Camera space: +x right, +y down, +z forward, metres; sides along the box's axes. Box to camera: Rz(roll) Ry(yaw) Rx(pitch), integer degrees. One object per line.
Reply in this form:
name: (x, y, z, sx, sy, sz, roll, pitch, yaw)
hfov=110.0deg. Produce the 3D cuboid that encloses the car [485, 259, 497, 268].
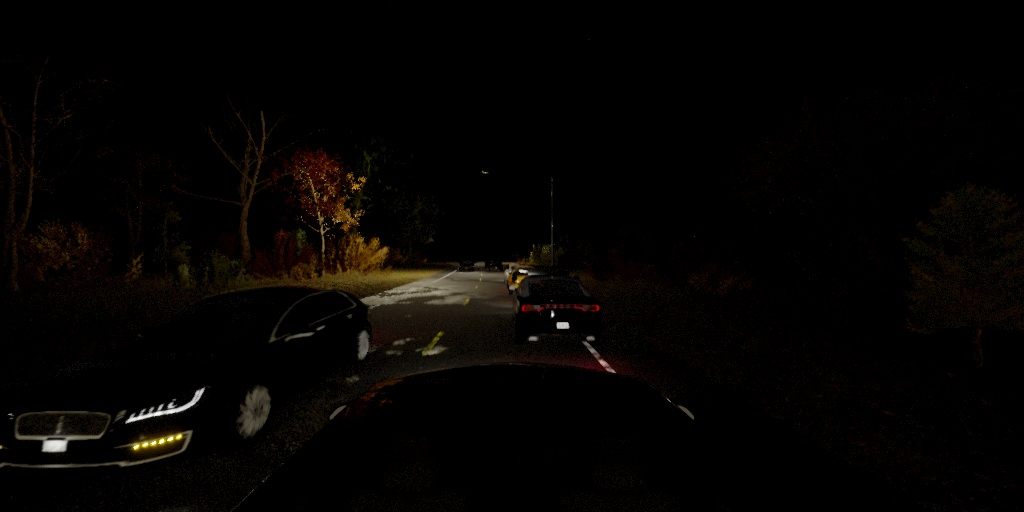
car: (-3.565, 1.270, 59.901, 1.812, 1.442, 4.674, 0, 0, -7)

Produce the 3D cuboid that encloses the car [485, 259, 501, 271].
car: (-2.229, 1.255, 47.666, 1.837, 1.490, 4.892, 0, 0, -5)

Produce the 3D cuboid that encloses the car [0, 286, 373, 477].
car: (-3.653, 1.256, 5.269, 1.837, 1.490, 4.892, 0, 0, -1)

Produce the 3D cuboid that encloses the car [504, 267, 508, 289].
car: (0.665, 1.208, 19.841, 1.801, 1.575, 5.366, 0, 0, -2)

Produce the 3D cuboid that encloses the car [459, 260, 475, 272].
car: (-5.730, 1.229, 45.760, 1.882, 1.535, 5.008, 0, 0, -5)

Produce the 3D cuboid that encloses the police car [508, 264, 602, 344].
police car: (0.964, 1.178, 9.709, 1.930, 1.638, 5.238, 0, 0, -1)

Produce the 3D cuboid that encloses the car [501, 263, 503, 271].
car: (0.399, 1.275, 25.679, 1.812, 1.442, 4.674, 0, 0, -3)
